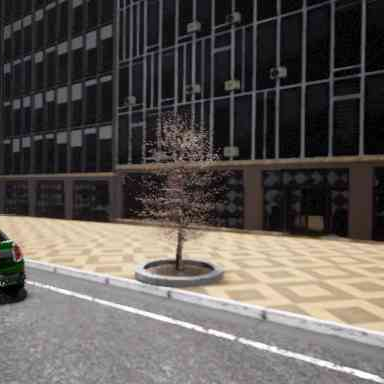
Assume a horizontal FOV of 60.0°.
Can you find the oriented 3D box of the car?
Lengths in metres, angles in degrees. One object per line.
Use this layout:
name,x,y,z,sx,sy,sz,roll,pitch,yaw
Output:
car,-5.842,1.344,7.523,4.553,1.767,2.097,0,0,34
